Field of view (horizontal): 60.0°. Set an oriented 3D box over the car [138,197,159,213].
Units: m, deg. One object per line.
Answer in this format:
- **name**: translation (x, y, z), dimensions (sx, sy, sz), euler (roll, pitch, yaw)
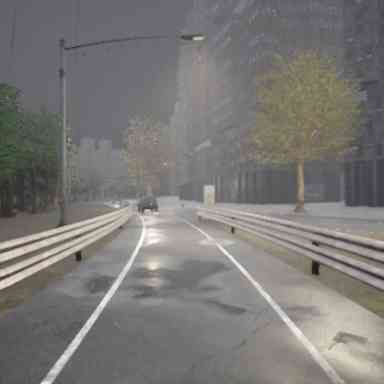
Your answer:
- **car**: translation (-5.913, 1.657, 44.588), dimensions (2.150, 2.045, 5.566), euler (-1, 0, -17)
